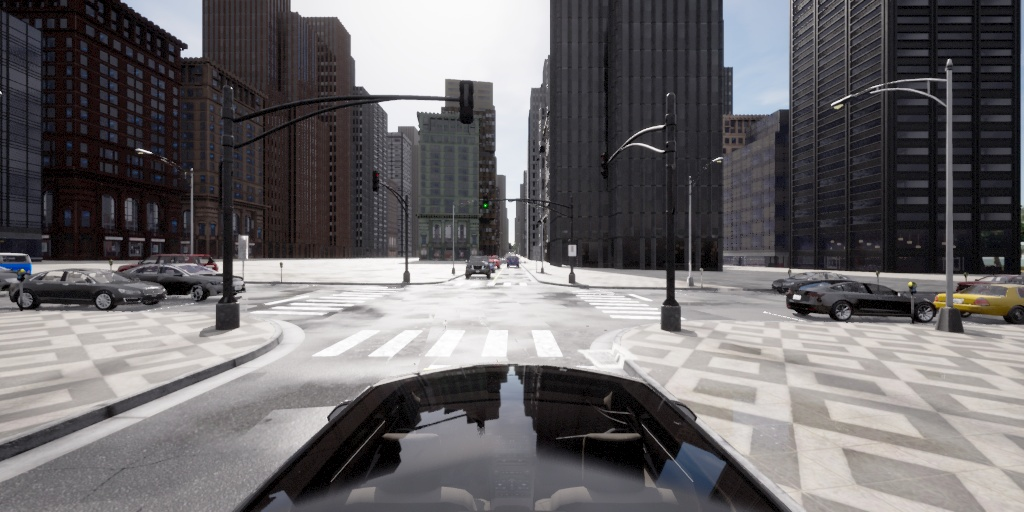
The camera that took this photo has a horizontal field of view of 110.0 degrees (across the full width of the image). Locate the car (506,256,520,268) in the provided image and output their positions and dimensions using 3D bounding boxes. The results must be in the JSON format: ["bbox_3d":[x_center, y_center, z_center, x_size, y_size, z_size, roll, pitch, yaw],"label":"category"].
[{"bbox_3d":[0.179,0.984,62.665,2.150,2.045,5.566,0,0,0],"label":"car"}]

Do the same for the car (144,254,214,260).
[{"bbox_3d":[-20.201,0.803,21.133,5.009,1.841,2.192,0,0,0],"label":"car"}]

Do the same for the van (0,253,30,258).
[{"bbox_3d":[-31.120,0.683,21.149,3.998,1.789,1.690,0,0,0],"label":"van"}]

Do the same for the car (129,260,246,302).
[{"bbox_3d":[-14.139,1.067,15.343,4.902,1.511,2.128,1,0,1],"label":"car"}]

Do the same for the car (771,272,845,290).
[{"bbox_3d":[17.805,1.594,21.171,4.403,1.370,2.007,0,0,0],"label":"car"}]

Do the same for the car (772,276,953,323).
[{"bbox_3d":[12.141,1.526,12.654,4.313,1.339,1.948,0,0,0],"label":"car"}]

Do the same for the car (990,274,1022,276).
[{"bbox_3d":[29.092,1.769,21.153,4.507,1.381,1.888,0,0,0],"label":"car"}]

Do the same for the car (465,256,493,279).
[{"bbox_3d":[-3.097,0.977,33.388,2.150,2.045,5.566,0,0,-3],"label":"car"}]

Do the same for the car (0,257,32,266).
[{"bbox_3d":[-23.554,0.937,15.370,4.902,1.511,2.128,1,0,0],"label":"car"}]

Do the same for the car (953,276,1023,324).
[{"bbox_3d":[17.954,1.573,12.645,4.829,1.417,1.751,0,0,0],"label":"car"}]

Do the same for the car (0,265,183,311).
[{"bbox_3d":[-14.766,1.118,12.599,4.403,1.370,2.007,0,0,0],"label":"car"}]

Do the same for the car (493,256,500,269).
[{"bbox_3d":[-3.013,0.980,56.282,2.150,2.045,5.566,0,0,0],"label":"car"}]

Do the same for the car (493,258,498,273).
[{"bbox_3d":[-3.041,1.283,43.582,1.812,1.442,4.674,0,0,0],"label":"car"}]
